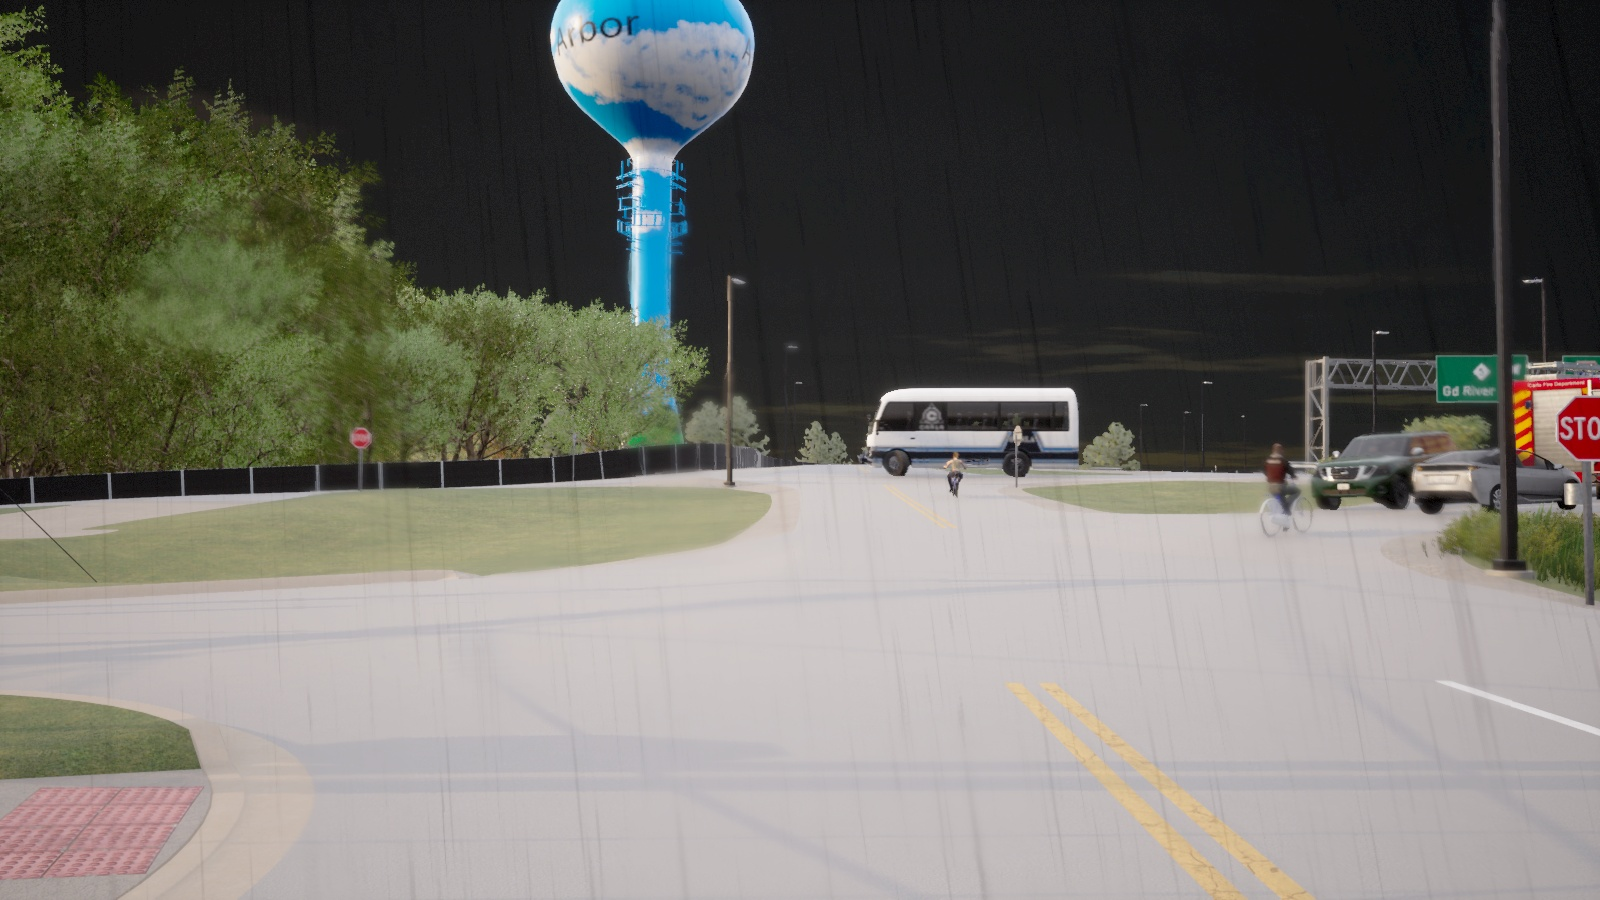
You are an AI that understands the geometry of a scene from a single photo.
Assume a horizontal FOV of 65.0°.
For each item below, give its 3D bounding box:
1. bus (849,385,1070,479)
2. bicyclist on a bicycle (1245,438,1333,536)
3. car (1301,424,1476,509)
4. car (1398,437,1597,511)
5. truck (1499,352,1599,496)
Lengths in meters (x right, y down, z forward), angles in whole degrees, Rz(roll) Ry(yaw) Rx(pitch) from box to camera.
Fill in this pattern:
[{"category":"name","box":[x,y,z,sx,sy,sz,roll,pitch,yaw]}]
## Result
[{"category":"bus","box":[7.734,-0.919,60.977,10.273,4.253,3.944,0,5,8]},{"category":"bicyclist on a bicycle","box":[9.416,0.695,24.160,1.843,1.776,0.659,-2,-1,-39]},{"category":"car","box":[16.150,0.411,34.297,5.566,2.045,2.150,-2,-1,-41]},{"category":"car","box":[16.542,0.550,29.740,4.514,1.525,2.007,-2,-1,-30]},{"category":"truck","box":[23.842,-0.752,36.778,8.468,3.827,2.891,-1,-1,-40]}]
